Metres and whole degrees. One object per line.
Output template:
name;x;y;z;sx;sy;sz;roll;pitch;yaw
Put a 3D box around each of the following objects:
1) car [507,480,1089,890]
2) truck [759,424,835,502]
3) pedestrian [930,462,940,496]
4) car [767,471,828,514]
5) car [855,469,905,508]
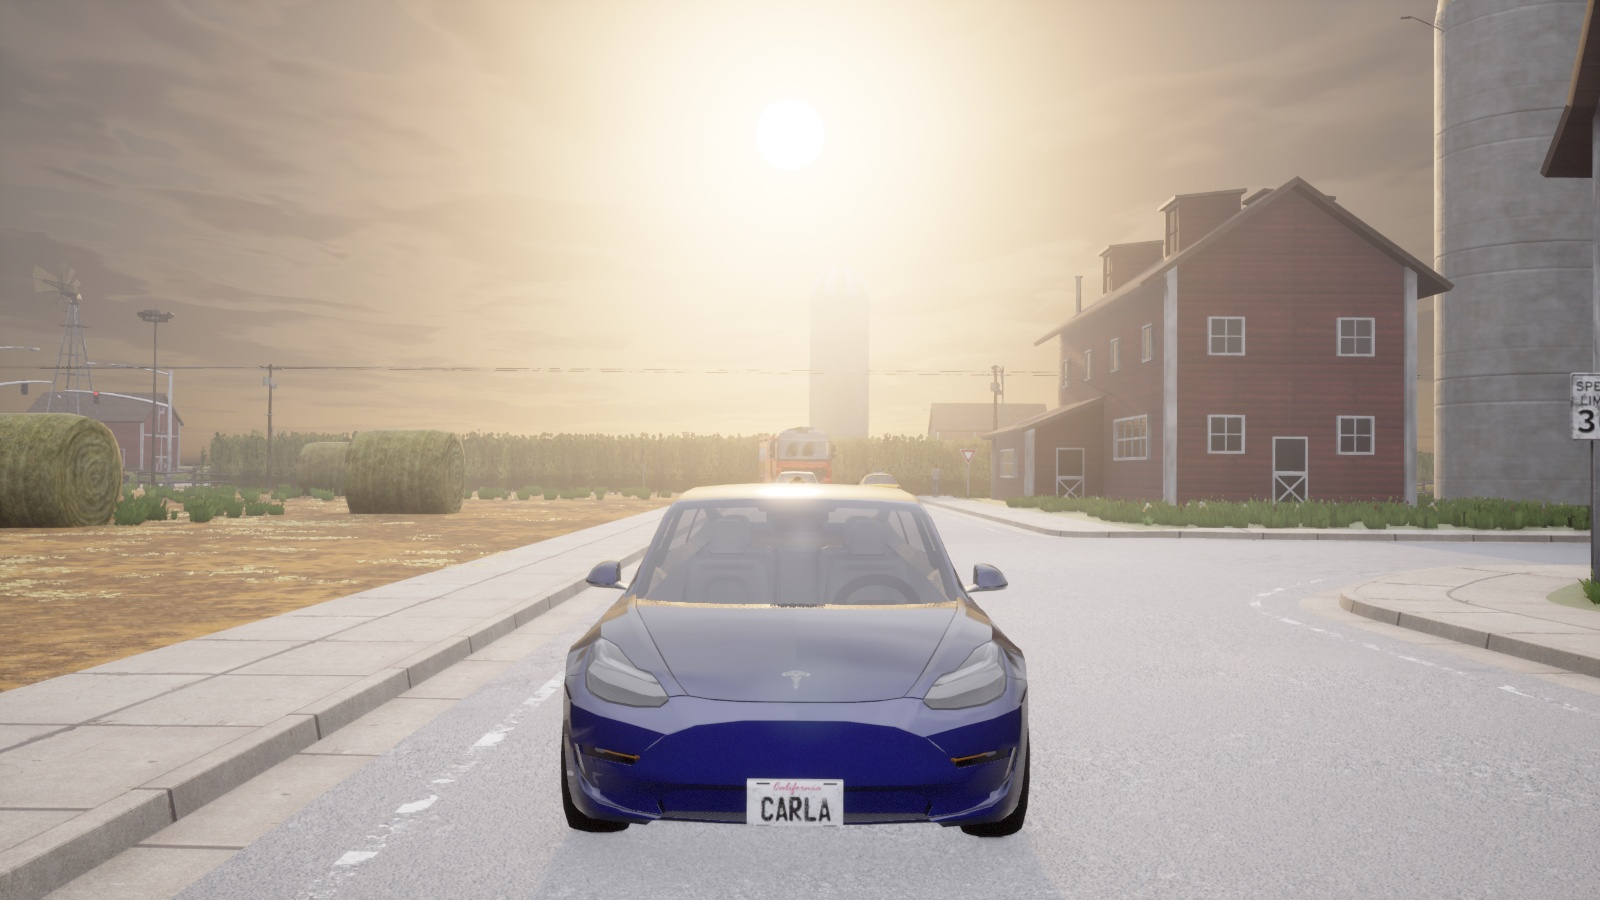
car;-0.011;0.931;7.078;2.163;1.488;4.792;0;-1;0
truck;-0.301;0.712;66.365;2.891;3.827;8.468;0;-1;-8
pedestrian;7.281;1.563;67.628;0.354;1.836;0.706;0;-1;-9
car;-0.105;1.511;46.153;2.128;1.511;4.902;0;-1;0
car;3.376;1.618;53.829;1.801;1.575;5.366;0;-1;0
